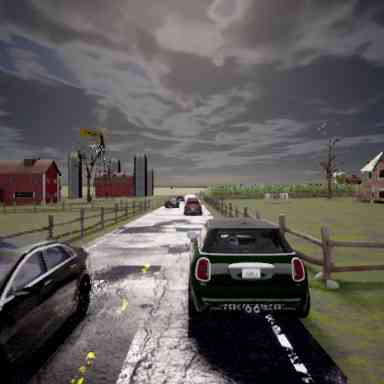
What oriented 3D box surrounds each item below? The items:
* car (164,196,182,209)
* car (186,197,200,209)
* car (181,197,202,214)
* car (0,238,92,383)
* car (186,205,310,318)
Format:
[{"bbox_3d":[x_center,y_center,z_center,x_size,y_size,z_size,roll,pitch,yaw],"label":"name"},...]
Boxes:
[{"bbox_3d":[-2.782,1.595,47.100,1.994,1.385,4.181,0,0,0],"label":"car"},{"bbox_3d":[0.102,1.509,46.905,1.882,1.535,5.008,0,0,0],"label":"car"},{"bbox_3d":[0.119,1.545,35.312,1.812,1.442,4.674,0,0,1],"label":"car"},{"bbox_3d":[-2.843,1.492,4.601,2.128,1.511,4.902,0,0,0],"label":"car"},{"bbox_3d":[0.974,1.352,7.573,2.097,1.767,4.553,0,0,0],"label":"car"}]
